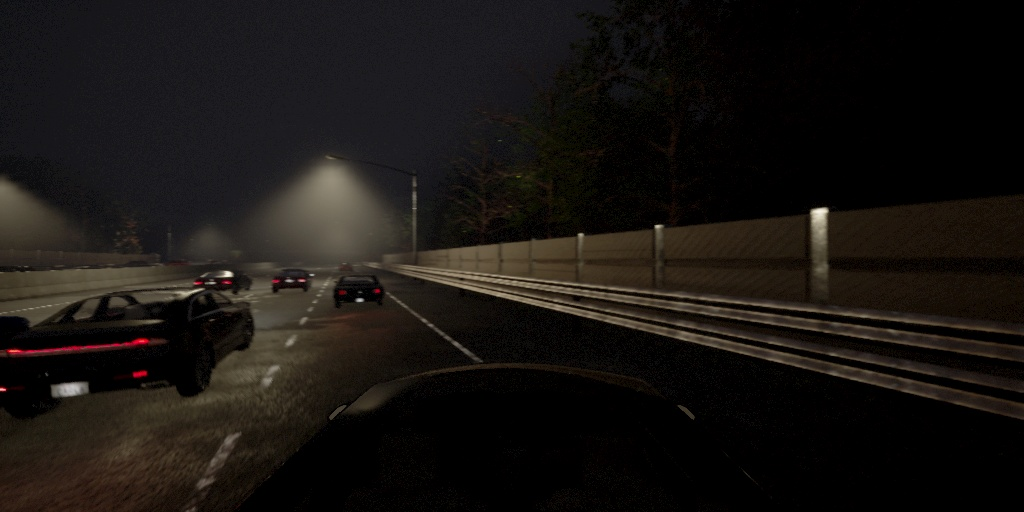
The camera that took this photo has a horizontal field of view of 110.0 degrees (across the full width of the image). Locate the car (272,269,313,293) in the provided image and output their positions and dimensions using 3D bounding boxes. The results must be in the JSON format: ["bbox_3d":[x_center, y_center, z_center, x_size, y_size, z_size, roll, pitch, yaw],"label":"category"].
[{"bbox_3d":[-13.919,1.503,22.893,2.033,1.411,5.357,0,0,-25],"label":"car"}]

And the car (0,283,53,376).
[{"bbox_3d":[-9.109,1.292,4.631,1.882,1.535,5.008,0,0,-25],"label":"car"}]

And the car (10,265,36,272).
[{"bbox_3d":[-33.879,1.418,23.700,2.097,1.767,4.553,0,0,-25],"label":"car"}]

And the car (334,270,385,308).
[{"bbox_3d":[-6.991,1.478,16.243,1.895,1.301,4.718,0,0,-25],"label":"car"}]

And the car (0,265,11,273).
[{"bbox_3d":[-14.522,1.215,7.863,2.097,1.767,4.553,0,0,-25],"label":"car"}]

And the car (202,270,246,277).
[{"bbox_3d":[-17.075,1.510,21.388,2.033,1.411,5.357,0,0,-25],"label":"car"}]

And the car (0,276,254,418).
[{"bbox_3d":[-5.985,1.300,6.209,2.128,1.511,4.902,0,0,-25],"label":"car"}]

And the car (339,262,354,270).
[{"bbox_3d":[-25.289,1.764,54.738,1.812,1.442,4.674,0,0,-25],"label":"car"}]
